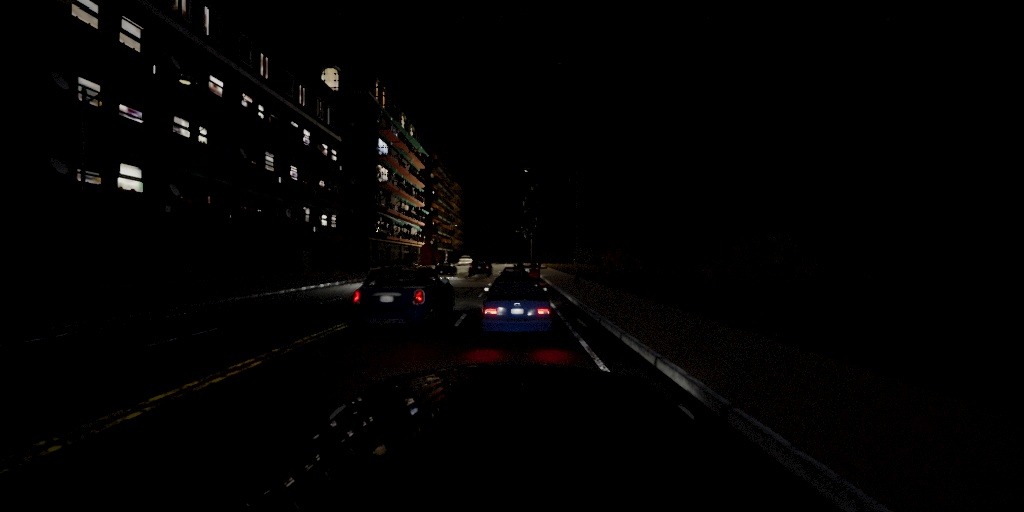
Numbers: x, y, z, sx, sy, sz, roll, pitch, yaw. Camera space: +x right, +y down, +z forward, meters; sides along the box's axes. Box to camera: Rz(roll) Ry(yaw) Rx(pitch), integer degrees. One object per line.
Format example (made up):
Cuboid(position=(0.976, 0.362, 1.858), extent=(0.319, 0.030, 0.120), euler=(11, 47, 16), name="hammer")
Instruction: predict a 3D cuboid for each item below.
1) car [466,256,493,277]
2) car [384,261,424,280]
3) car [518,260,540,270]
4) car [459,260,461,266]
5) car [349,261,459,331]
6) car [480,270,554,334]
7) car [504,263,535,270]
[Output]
Cuboid(position=(-3.090, 1.114, 36.072), extent=(2.097, 1.767, 4.553), euler=(0, 0, 0), name="car")
Cuboid(position=(-9.796, 1.254, 32.913), extent=(2.128, 1.511, 4.902), euler=(0, 0, 0), name="car")
Cuboid(position=(1.187, 1.112, 29.888), extent=(2.097, 1.767, 4.553), euler=(0, 0, 0), name="car")
Cuboid(position=(-6.541, 1.327, 35.259), extent=(1.994, 1.385, 4.181), euler=(0, 0, 0), name="car")
Cuboid(position=(-3.136, 1.107, 11.115), extent=(2.097, 1.767, 4.553), euler=(0, 0, 0), name="car")
Cuboid(position=(0.117, 1.301, 10.620), extent=(2.033, 1.411, 5.357), euler=(0, 0, 0), name="car")
Cuboid(position=(0.128, 1.322, 20.953), extent=(1.994, 1.385, 4.181), euler=(0, 0, 1), name="car")
